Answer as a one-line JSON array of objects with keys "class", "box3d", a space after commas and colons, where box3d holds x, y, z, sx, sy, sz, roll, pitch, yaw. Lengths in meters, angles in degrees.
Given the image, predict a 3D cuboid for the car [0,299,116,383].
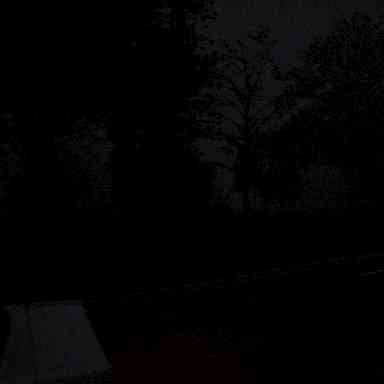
[{"class": "car", "box3d": [-3.071, 1.539, 2.356, 4.718, 1.301, 1.895, 0, 1, -26]}]
